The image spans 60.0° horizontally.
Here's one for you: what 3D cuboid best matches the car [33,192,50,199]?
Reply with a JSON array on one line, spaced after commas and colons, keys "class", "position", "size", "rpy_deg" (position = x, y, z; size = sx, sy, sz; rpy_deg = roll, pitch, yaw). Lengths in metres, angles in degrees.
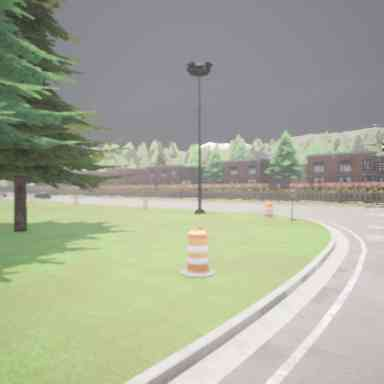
[{"class": "car", "position": [-30.540, 0.681, 67.634], "size": [4.892, 1.490, 1.837], "rpy_deg": [0, 1, 42]}]
